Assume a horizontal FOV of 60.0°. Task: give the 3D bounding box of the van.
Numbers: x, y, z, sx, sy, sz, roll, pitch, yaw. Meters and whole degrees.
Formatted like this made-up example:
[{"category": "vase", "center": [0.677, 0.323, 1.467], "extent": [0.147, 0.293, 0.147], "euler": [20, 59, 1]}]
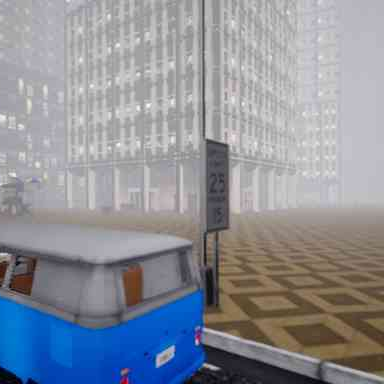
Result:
[{"category": "van", "center": [-1.773, 1.337, 4.253], "extent": [3.998, 1.788, 1.690], "euler": [0, 0, 35]}]
